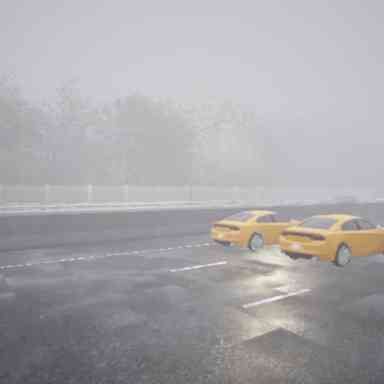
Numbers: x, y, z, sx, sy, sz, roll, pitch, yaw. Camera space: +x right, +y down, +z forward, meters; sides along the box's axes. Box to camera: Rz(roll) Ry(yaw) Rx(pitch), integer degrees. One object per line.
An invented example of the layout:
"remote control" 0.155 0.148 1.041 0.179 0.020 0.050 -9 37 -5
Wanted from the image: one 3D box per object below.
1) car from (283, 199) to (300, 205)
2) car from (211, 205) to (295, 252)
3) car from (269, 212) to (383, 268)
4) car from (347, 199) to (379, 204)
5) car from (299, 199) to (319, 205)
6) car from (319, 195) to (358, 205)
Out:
"car" 15.203 1.770 48.277 4.674 1.442 1.812 0 0 -34
"car" 3.152 1.559 14.459 5.008 1.535 1.882 0 0 -34
"car" 5.235 1.532 11.640 5.008 1.535 1.882 0 0 -35
"car" 20.888 1.763 39.459 4.718 1.301 1.895 0 0 -34
"car" 17.305 1.742 45.477 4.674 1.442 1.812 0 0 -34
"car" 19.154 1.408 42.507 5.566 2.045 2.150 0 0 -34
